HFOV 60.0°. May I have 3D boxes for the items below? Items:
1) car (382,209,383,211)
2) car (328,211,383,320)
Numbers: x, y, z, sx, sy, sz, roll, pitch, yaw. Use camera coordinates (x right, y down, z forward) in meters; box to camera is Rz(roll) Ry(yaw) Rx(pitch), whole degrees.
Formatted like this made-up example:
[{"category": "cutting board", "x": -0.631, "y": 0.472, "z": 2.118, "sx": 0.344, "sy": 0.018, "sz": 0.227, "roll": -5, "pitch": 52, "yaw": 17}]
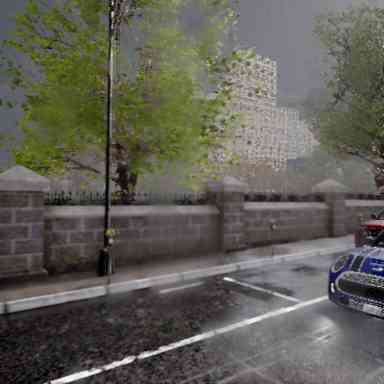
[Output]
[{"category": "car", "x": 8.214, "y": 1.375, "z": 12.481, "sx": 5.009, "sy": 1.841, "sz": 2.192, "roll": 0, "pitch": 1, "yaw": -36}, {"category": "car", "x": 4.844, "y": 1.388, "z": 6.874, "sx": 4.553, "sy": 1.767, "sz": 2.097, "roll": 1, "pitch": 0, "yaw": -36}]
